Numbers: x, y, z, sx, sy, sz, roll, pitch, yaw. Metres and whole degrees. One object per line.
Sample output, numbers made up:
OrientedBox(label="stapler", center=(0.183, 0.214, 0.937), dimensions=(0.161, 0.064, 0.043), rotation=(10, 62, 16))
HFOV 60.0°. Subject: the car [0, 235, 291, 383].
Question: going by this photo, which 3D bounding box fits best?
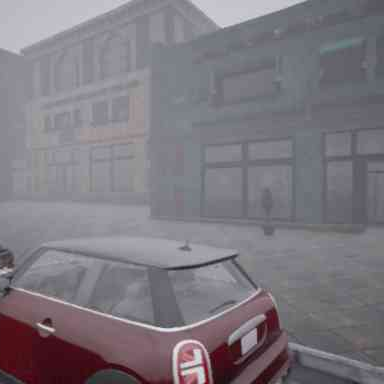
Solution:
OrientedBox(label="car", center=(-1.221, 1.336, 4.203), dimensions=(4.553, 1.767, 2.185), rotation=(0, -1, 35))
